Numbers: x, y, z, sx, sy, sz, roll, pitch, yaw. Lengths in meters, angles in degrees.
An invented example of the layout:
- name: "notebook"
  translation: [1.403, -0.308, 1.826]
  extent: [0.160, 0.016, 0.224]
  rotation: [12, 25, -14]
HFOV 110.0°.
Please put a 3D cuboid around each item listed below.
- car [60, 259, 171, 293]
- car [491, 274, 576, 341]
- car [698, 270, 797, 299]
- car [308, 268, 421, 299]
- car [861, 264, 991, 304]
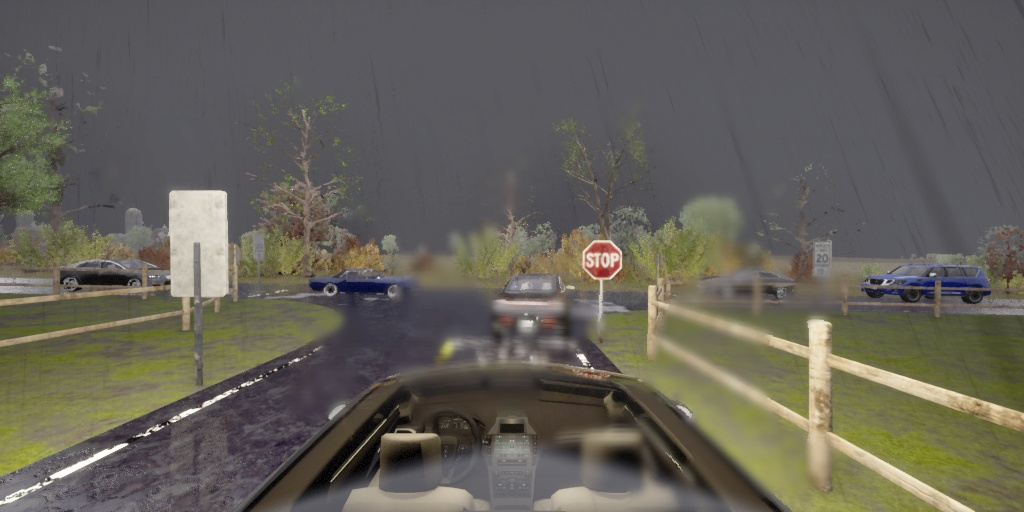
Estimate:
- name: "car"
  translation: [-18.487, 0.885, 17.044]
  extent: [4.902, 1.511, 2.128]
  rotation: [1, 1, 0]
- name: "car"
  translation: [0.708, 1.240, 9.993]
  extent: [2.128, 1.511, 4.902]
  rotation: [0, 0, 9]
- name: "car"
  translation: [13.007, 1.525, 19.950]
  extent: [4.902, 1.511, 2.128]
  rotation: [1, 1, 0]
- name: "car"
  translation: [-6.819, 1.248, 17.026]
  extent: [4.718, 1.301, 1.895]
  rotation: [1, 1, 0]
- name: "car"
  translation: [22.903, 1.466, 19.937]
  extent: [5.566, 2.045, 2.150]
  rotation: [1, 1, 0]
